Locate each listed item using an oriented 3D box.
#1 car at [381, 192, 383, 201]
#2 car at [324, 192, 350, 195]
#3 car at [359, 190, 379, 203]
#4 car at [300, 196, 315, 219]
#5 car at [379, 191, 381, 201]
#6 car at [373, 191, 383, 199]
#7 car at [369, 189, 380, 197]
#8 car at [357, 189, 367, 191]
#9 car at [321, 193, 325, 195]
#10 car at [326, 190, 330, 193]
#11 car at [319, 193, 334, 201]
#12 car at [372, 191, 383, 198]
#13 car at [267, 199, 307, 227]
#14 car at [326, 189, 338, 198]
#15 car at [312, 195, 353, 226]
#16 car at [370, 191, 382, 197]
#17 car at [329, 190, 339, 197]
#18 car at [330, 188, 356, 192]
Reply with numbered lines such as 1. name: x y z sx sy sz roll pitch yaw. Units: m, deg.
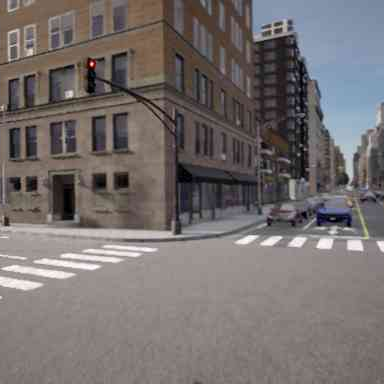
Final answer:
1. car: 25.510 0.860 42.111 1.947 1.339 4.313 0 1 26
2. car: 13.146 1.065 29.596 1.882 1.535 5.008 -1 0 26
3. car: 24.570 0.808 46.339 1.812 1.442 4.674 -1 0 26
4. car: 8.260 1.260 25.844 1.947 1.339 4.313 0 1 26
5. car: 30.291 0.697 52.085 2.008 1.369 4.403 0 1 26
6. car: 35.071 0.564 62.059 1.947 1.339 4.313 0 1 26
7. car: 42.241 0.216 77.018 1.967 1.590 4.097 0 1 26
8. car: 28.953 0.695 55.485 2.033 1.411 5.357 -1 0 26
9. car: 13.039 1.094 35.815 1.887 1.381 4.507 0 1 26
10. car: 20.135 0.856 50.619 1.752 1.417 4.829 0 1 26
11. car: 22.598 0.821 55.759 1.947 1.339 4.313 0 1 26
12. car: 37.462 0.505 67.046 1.802 1.307 4.206 0 1 26
13. car: 5.870 1.349 20.859 1.802 1.307 4.206 0 1 26
14. car: 29.765 0.347 70.713 2.192 1.841 5.009 0 1 26
15. car: 8.947 1.192 20.896 1.882 1.535 5.008 -1 0 25
16. car: 39.852 0.415 72.033 1.947 1.339 4.313 0 1 26
17. car: 34.546 0.325 80.685 1.967 1.590 4.097 0 1 26
18. car: 17.580 0.804 38.701 2.097 1.767 4.553 -1 0 26
